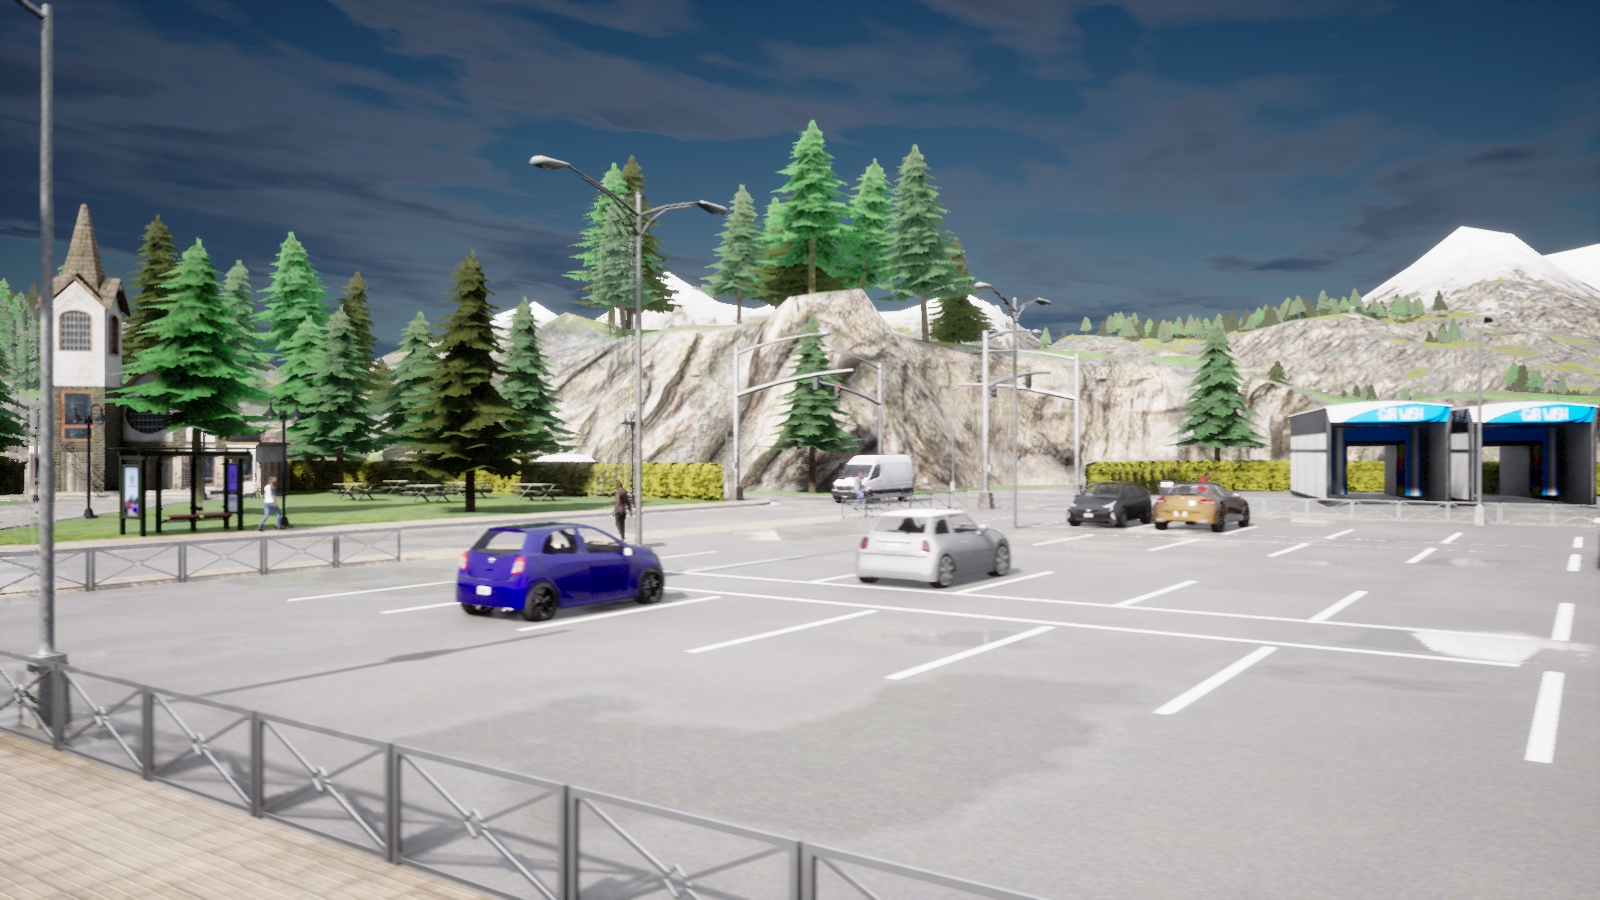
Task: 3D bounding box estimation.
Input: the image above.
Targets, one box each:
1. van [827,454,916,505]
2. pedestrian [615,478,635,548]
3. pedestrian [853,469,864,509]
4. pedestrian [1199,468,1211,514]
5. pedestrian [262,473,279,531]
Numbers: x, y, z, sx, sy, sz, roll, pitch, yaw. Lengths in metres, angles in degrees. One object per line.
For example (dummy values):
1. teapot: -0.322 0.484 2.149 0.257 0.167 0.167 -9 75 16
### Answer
1. van: 3.905 1.529 61.402 1.988 2.561 5.915 0 0 34
2. pedestrian: -4.695 1.690 30.718 0.375 1.860 0.375 0 0 28
3. pedestrian: 2.767 1.843 53.603 0.375 1.860 0.375 0 0 35
4. pedestrian: 16.751 1.691 47.242 0.375 1.860 0.375 0 0 35
5. pedestrian: -17.311 1.691 37.384 0.375 1.860 0.375 0 0 37
